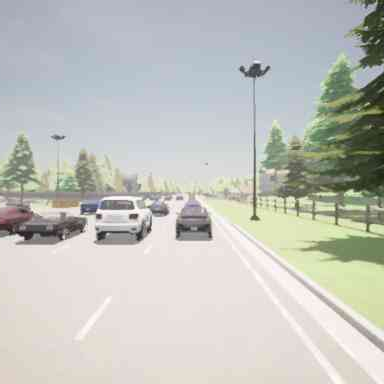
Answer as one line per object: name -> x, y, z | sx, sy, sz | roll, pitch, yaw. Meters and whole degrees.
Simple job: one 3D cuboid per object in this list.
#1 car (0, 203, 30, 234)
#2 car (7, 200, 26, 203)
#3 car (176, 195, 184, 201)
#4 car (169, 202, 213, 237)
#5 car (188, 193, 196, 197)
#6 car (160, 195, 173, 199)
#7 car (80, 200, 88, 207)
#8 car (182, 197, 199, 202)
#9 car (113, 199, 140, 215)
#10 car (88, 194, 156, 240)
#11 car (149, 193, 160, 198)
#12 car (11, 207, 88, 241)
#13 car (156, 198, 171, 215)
car -> -10.416, 1.573, 19.229 | 1.812, 1.442, 4.674 | 0, 0, 0
car -> -17.680, 1.574, 33.665 | 2.128, 1.511, 4.902 | 0, 0, -19
car -> -3.503, 1.573, 93.838 | 2.097, 1.767, 4.553 | 0, 0, 0
car -> 0.099, 1.535, 18.224 | 2.128, 1.511, 4.902 | 0, 0, 0
car -> -0.003, 1.573, 93.838 | 2.097, 1.767, 4.553 | 0, 0, 0
car -> -7.003, 1.742, 93.451 | 2.128, 1.511, 4.902 | 0, 0, 0
car -> -10.401, 1.564, 35.673 | 1.882, 1.535, 5.008 | 0, 0, 0
car -> 0.085, 1.610, 35.152 | 1.812, 1.442, 4.674 | 0, 0, 0
car -> -6.901, 1.564, 35.672 | 1.882, 1.535, 5.008 | 0, 0, 0
car -> -3.400, 1.264, 17.386 | 2.150, 2.045, 5.566 | 0, 0, 0
car -> -10.503, 1.742, 93.451 | 2.128, 1.511, 4.902 | 0, 0, 0
car -> -6.900, 1.643, 17.021 | 1.895, 1.301, 4.718 | 0, 0, 0
car -> -3.401, 1.648, 34.682 | 1.994, 1.385, 4.181 | 0, 0, 0
